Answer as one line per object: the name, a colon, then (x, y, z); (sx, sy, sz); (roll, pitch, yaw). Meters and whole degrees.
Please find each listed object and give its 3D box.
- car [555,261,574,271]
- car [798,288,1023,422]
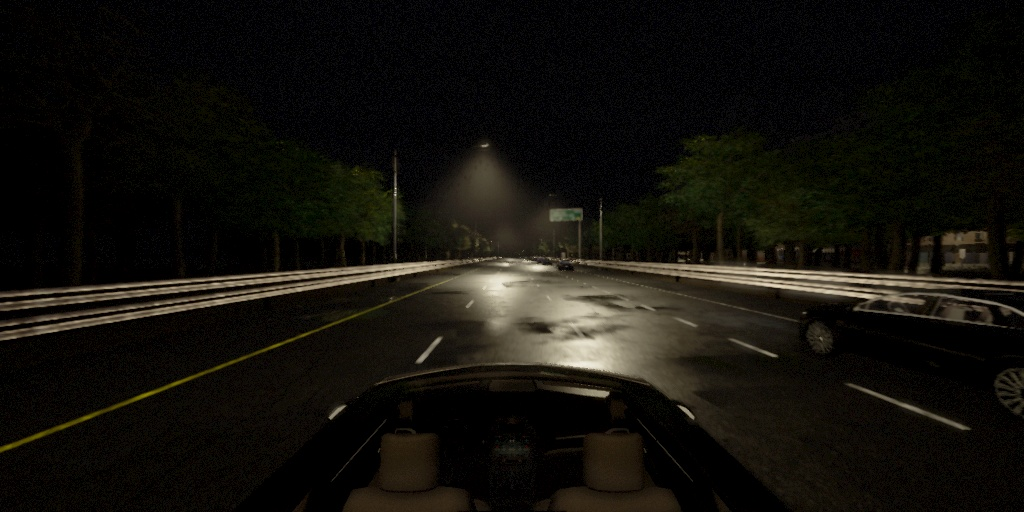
car: (7.106, 1.319, 48.644); (1.994, 1.385, 4.181); (0, 0, 0)
car: (6.998, 1.245, 5.628); (2.128, 1.511, 4.902); (0, 0, 0)
